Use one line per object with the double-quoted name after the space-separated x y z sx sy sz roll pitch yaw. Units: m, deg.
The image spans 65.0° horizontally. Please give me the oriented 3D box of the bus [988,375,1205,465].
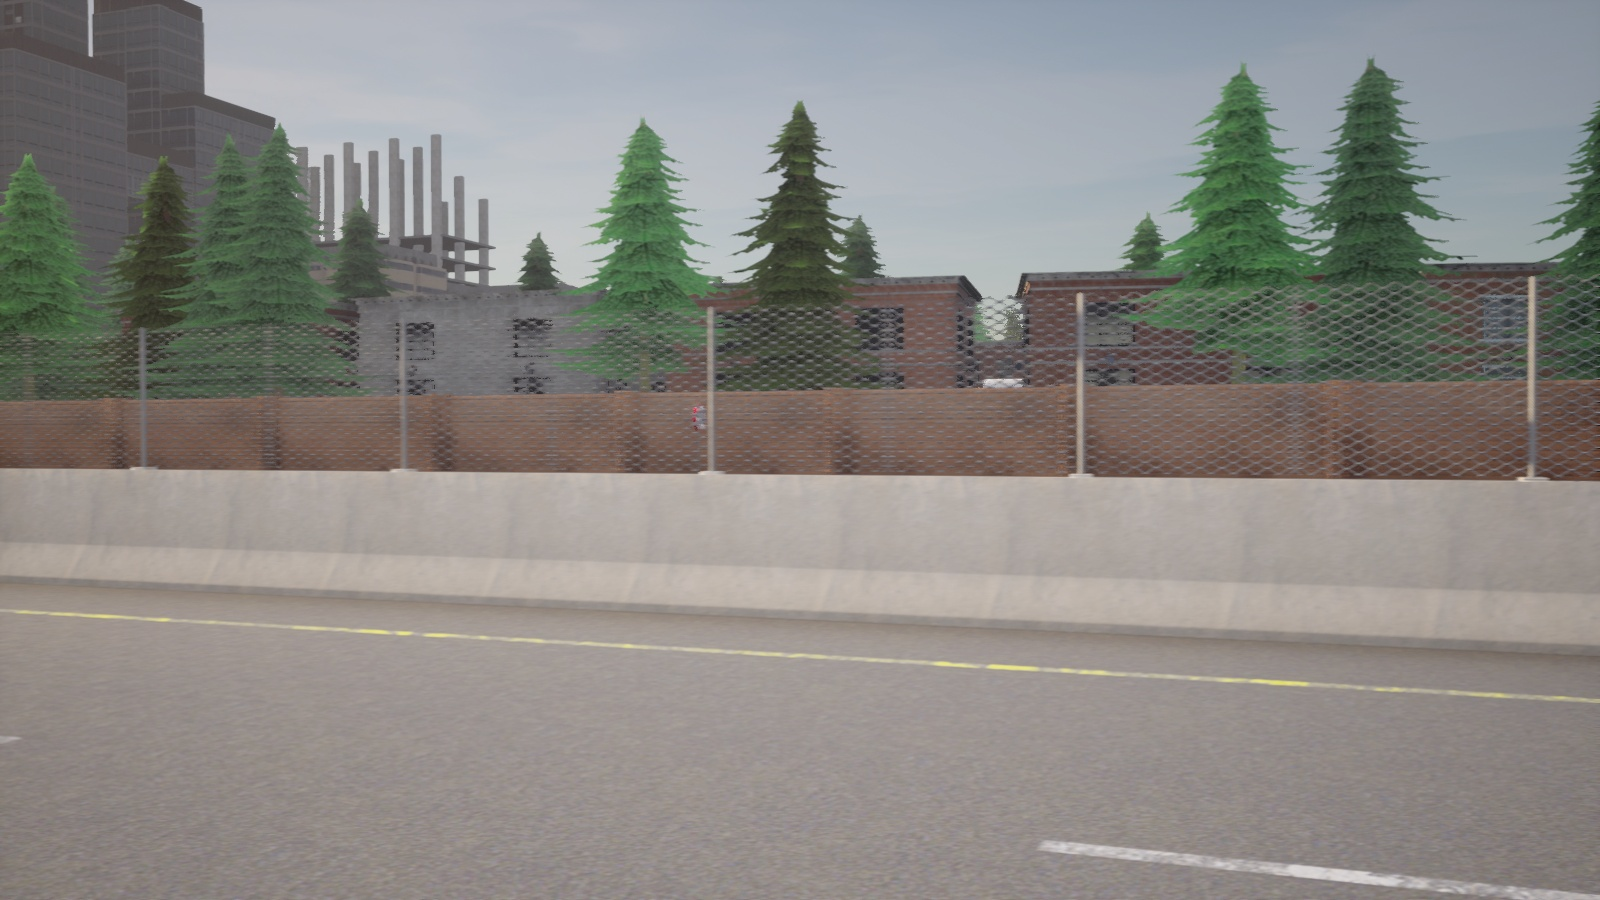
14.720 -1.467 63.036 10.273 4.253 3.944 -1 1 11 "bus"
